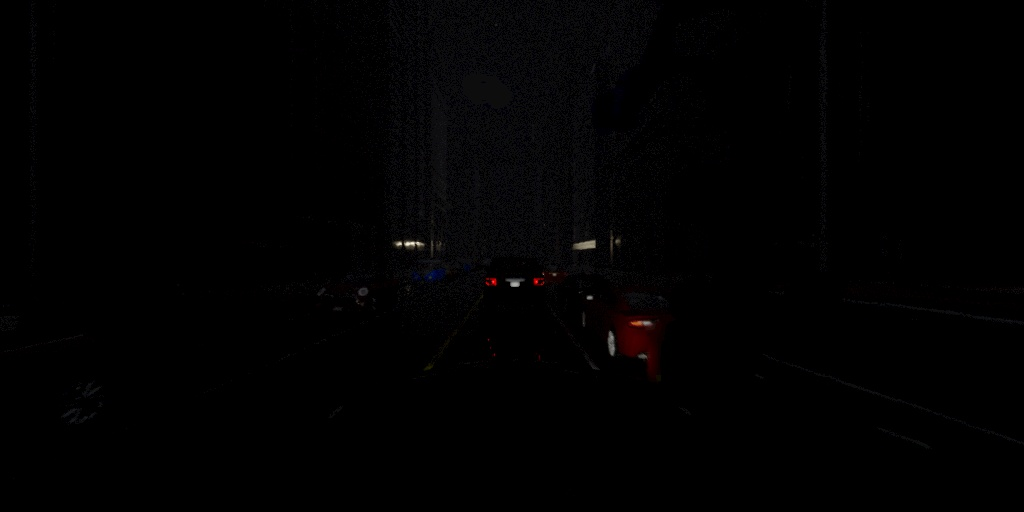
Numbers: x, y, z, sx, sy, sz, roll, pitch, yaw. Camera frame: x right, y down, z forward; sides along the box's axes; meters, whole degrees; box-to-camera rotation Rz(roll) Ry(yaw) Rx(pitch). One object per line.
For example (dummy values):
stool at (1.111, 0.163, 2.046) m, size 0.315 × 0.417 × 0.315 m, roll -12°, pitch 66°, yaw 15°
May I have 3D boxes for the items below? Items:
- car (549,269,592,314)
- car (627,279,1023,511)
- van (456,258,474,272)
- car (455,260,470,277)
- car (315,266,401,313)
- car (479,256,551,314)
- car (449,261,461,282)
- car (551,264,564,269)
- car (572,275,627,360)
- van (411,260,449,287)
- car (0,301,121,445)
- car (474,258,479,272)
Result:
car at (2.759, 1.355, 13.864) m, size 1.948 × 1.339 × 4.313 m, roll 0°, pitch 0°, yaw 0°
car at (2.762, 1.067, 2.591) m, size 2.192 × 1.841 × 5.009 m, roll 0°, pitch 0°, yaw 0°
van at (-5.772, 1.228, 42.036) m, size 1.690 × 1.789 × 3.998 m, roll 0°, pitch 0°, yaw 0°
car at (-5.770, 1.417, 36.399) m, size 2.007 × 1.370 × 4.403 m, roll 0°, pitch 0°, yaw 0°
car at (-5.766, 1.230, 13.854) m, size 1.967 × 1.591 × 4.097 m, roll 0°, pitch 0°, yaw 0°
car at (0.097, 1.013, 14.200) m, size 2.150 × 2.045 × 5.566 m, roll 0°, pitch 0°, yaw 0°
car at (-5.769, 1.372, 30.593) m, size 1.751 × 1.417 × 4.829 m, roll 0°, pitch 0°, yaw 0°
car at (2.757, 1.266, 25.135) m, size 1.967 × 1.591 × 4.097 m, roll 0°, pitch 0°, yaw 0°
car at (2.761, 1.316, 8.228) m, size 1.888 × 1.381 × 4.507 m, roll 0°, pitch 0°, yaw 0°
van at (-5.768, 1.168, 25.127) m, size 1.690 × 1.789 × 3.998 m, roll 0°, pitch 0°, yaw 0°
car at (-5.763, 1.193, 2.580) m, size 1.967 × 1.591 × 4.097 m, roll 0°, pitch 0°, yaw 0°
car at (-5.773, 1.347, 47.672) m, size 1.967 × 1.591 × 4.097 m, roll 0°, pitch 0°, yaw 0°
